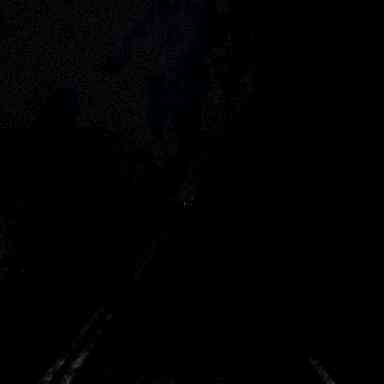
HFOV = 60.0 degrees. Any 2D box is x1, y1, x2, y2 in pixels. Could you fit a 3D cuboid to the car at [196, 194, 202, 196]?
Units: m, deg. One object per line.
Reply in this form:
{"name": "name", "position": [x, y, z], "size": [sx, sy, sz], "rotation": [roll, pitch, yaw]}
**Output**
{"name": "car", "position": [1.542, 1.466, 82.121], "size": [2.033, 1.411, 5.357], "rotation": [0, 0, 2]}

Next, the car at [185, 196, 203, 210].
{"name": "car", "position": [0.519, 1.598, 44.138], "size": [2.033, 1.411, 5.357], "rotation": [0, 0, 1]}

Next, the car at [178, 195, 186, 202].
{"name": "car", "position": [-2.010, 1.496, 72.876], "size": [2.128, 1.511, 4.902], "rotation": [0, 0, 2]}

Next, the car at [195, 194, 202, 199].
{"name": "car", "position": [1.865, 1.269, 92.538], "size": [2.033, 1.411, 5.357], "rotation": [0, 0, 2]}
